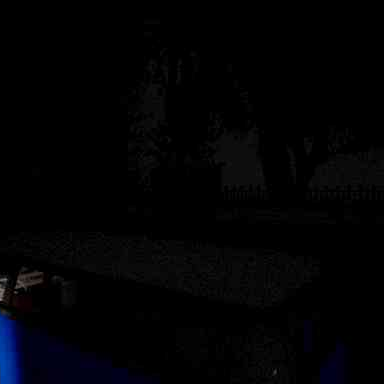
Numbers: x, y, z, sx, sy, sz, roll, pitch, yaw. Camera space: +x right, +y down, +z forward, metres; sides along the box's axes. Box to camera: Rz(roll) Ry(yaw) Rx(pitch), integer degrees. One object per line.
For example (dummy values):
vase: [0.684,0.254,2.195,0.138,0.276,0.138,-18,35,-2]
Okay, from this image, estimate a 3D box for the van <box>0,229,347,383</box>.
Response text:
van: [-0.657,1.341,3.180,3.998,1.788,1.690,0,0,35]
